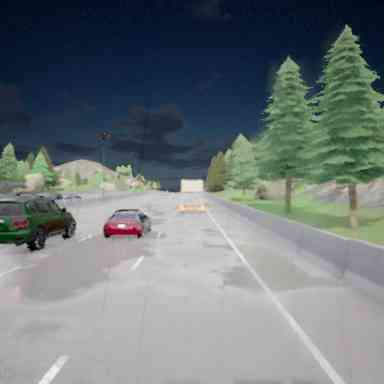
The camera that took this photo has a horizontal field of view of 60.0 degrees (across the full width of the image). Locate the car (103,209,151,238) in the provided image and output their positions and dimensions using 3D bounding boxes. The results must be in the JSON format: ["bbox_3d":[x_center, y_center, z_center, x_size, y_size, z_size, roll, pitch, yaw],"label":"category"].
[{"bbox_3d":[-3.399,1.603,18.038,1.994,1.385,4.181,0,0,0],"label":"car"}]

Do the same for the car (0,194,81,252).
[{"bbox_3d":[-6.899,1.266,14.314,2.150,2.045,5.566,0,0,0],"label":"car"}]

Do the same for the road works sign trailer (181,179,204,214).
[{"bbox_3d":[0.016,0.412,34.354,2.380,3.560,2.880,0,1,-1],"label":"road works sign trailer"}]
